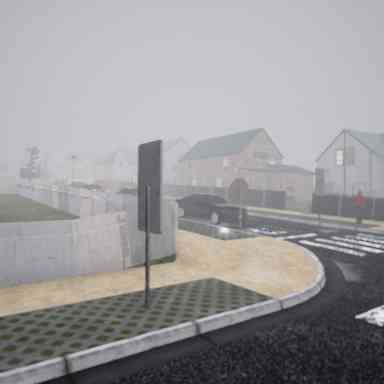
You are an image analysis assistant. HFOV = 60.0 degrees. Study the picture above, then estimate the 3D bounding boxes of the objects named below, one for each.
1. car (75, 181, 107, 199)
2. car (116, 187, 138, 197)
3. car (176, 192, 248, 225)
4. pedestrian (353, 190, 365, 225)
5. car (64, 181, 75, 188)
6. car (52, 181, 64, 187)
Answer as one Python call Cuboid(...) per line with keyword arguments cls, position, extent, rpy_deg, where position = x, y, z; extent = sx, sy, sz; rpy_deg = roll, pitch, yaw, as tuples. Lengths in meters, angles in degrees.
Cuboid(cls="car", position=(-10.243, -0.075, 34.448), extent=(1.837, 1.490, 4.892), rpy_deg=(0, 3, -35))
Cuboid(cls="car", position=(-4.421, 0.406, 26.162), extent=(1.837, 1.490, 4.892), rpy_deg=(0, 2, -35))
Cuboid(cls="car", position=(0.980, 0.824, 18.495), extent=(1.882, 1.535, 5.008), rpy_deg=(0, 2, -35))
Cuboid(cls="pedestrian", position=(8.818, 0.780, 17.544), extent=(0.375, 1.860, 0.375), rpy_deg=(4, -2, -35))
Cuboid(cls="car", position=(-16.929, -0.802, 49.048), extent=(1.837, 1.490, 4.892), rpy_deg=(0, 3, -35))
Cuboid(cls="car", position=(-22.734, -1.238, 57.282), extent=(2.033, 1.411, 5.357), rpy_deg=(1, 2, -35))
